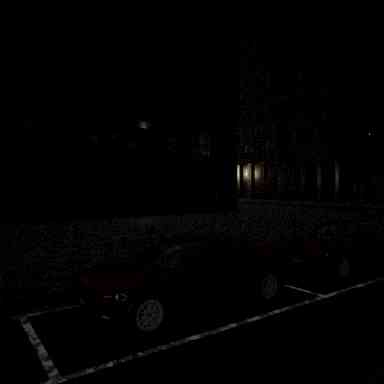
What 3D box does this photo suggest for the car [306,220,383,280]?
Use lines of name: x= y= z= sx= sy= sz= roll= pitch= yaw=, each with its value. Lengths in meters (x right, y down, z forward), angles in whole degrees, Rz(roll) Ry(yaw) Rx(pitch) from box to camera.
car: x=4.539 y=1.546 z=9.920 sx=4.507 sy=1.381 sz=1.887 roll=0 pitch=0 yaw=-36

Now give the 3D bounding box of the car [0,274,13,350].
car: x=-4.447 y=1.544 z=3.488 sx=4.507 sy=1.381 sz=1.887 roll=0 pitch=0 yaw=-36

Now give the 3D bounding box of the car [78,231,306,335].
car: x=0.046 y=1.545 z=6.704 sx=4.507 sy=1.381 sz=1.887 roll=0 pitch=0 yaw=-36
